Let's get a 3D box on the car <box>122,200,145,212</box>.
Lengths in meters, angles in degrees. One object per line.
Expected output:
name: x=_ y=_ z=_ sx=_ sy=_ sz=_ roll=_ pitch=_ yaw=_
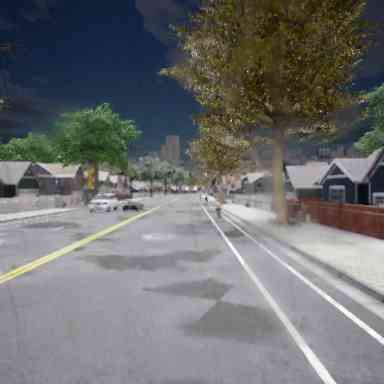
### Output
car: x=-6.605 y=1.563 z=37.552 sx=1.895 sy=1.301 sz=4.718 roll=0 pitch=0 yaw=0

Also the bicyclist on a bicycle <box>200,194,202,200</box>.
bicyclist on a bicycle: x=2.236 y=1.345 z=85.437 sx=0.582 sy=1.620 sz=1.656 roll=0 pitch=0 yaw=0

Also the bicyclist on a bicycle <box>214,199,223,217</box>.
bicyclist on a bicycle: x=2.246 y=1.410 z=28.139 sx=0.866 sy=1.612 sz=1.509 roll=0 pitch=0 yaw=0

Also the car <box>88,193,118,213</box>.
car: x=-9.860 y=1.186 z=37.399 sx=2.150 sy=2.045 sz=5.566 roll=0 pitch=0 yaw=0

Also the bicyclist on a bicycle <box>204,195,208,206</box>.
bicyclist on a bicycle: x=2.242 y=1.317 z=51.737 sx=0.659 sy=1.776 sz=1.843 roll=0 pitch=0 yaw=0
